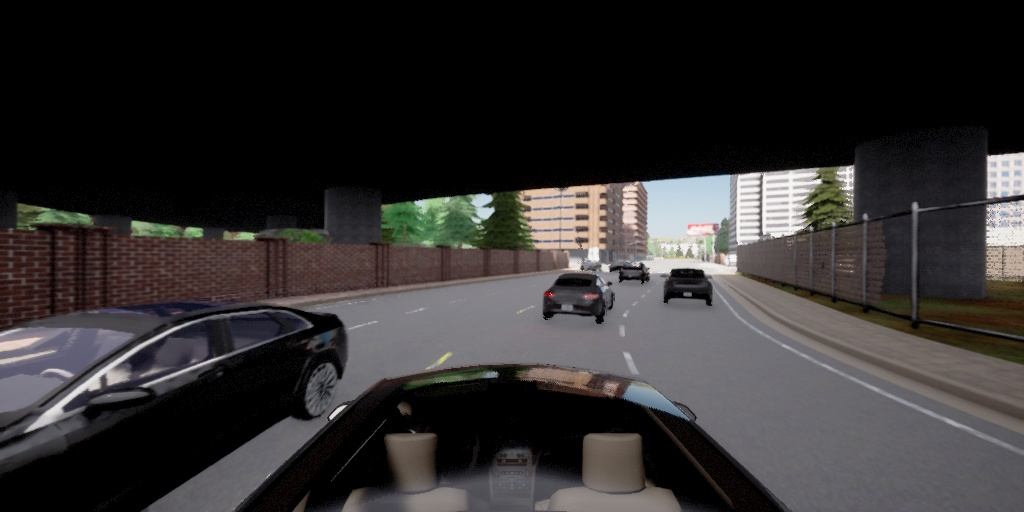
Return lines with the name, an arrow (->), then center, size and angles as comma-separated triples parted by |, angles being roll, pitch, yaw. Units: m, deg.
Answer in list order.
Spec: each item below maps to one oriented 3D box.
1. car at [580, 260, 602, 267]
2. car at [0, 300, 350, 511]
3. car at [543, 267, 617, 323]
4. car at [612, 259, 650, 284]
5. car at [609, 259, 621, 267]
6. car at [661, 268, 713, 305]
car -> 9.834, 1.221, 44.511 | 2.128, 1.511, 4.902 | 1, 0, 26
car -> -3.335, 1.213, 3.062 | 2.128, 1.511, 4.902 | 0, 0, 5
car -> 2.341, 1.270, 12.124 | 1.812, 1.442, 4.674 | 0, 0, 20
car -> 9.387, 1.253, 27.422 | 2.128, 1.511, 4.902 | 1, 0, 26
car -> 13.073, 1.171, 43.162 | 2.097, 1.767, 4.553 | 1, 0, 26
car -> 7.978, 1.282, 16.416 | 1.837, 1.490, 4.892 | 0, 0, 25
